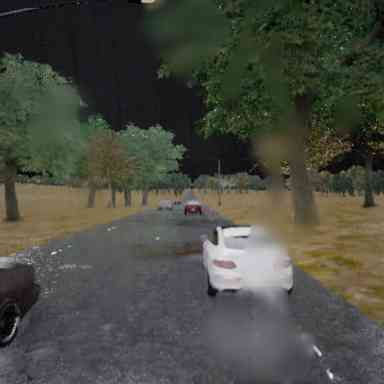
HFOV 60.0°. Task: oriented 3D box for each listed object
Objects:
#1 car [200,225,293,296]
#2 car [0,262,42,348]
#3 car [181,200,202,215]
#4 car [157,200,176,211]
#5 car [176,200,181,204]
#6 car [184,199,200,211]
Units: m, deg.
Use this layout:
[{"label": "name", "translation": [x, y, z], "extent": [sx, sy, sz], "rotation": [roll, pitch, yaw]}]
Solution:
[{"label": "car", "translation": [1.234, 1.575, 8.665], "extent": [1.812, 1.442, 4.674], "rotation": [0, 0, 0]}, {"label": "car", "translation": [-3.597, 1.567, 3.603], "extent": [2.033, 1.411, 5.357], "rotation": [0, 0, 0]}, {"label": "car", "translation": [0.121, 1.698, 37.266], "extent": [1.882, 1.535, 5.008], "rotation": [0, 0, 0]}, {"label": "car", "translation": [-3.548, 1.807, 45.017], "extent": [1.837, 1.490, 4.892], "rotation": [0, -1, 0]}, {"label": "car", "translation": [-3.417, 2.553, 81.989], "extent": [1.895, 1.301, 4.718], "rotation": [0, -1, 0]}, {"label": "car", "translation": [0.049, 1.829, 47.228], "extent": [2.128, 1.511, 4.902], "rotation": [0, -1, 0]}]
